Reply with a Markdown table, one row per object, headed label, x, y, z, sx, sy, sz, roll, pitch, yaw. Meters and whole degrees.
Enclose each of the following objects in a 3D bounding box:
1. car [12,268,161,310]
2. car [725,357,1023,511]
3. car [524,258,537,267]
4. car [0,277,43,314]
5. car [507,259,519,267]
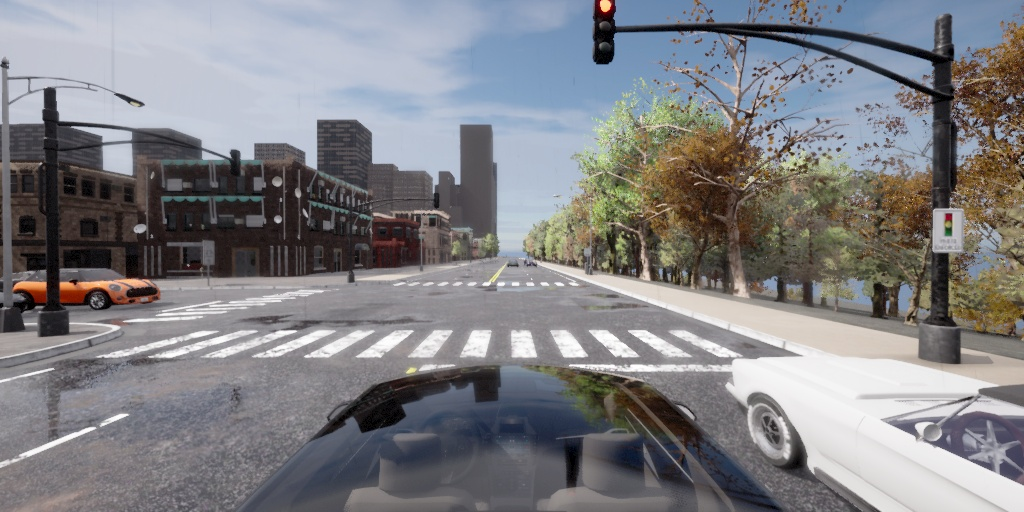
| label | x | y | z | sx | sy | sz | roll | pitch | yaw |
| --- | --- | --- | --- | --- | --- | --- | --- | --- | --- |
| car | -17.966 | 1.299 | 15.296 | 4.553 | 1.767 | 2.097 | -1 | 1 | -1 |
| car | 3.350 | 1.351 | 1.913 | 1.895 | 1.301 | 4.718 | 0 | 0 | 0 |
| car | 3.420 | 1.317 | 63.698 | 1.895 | 1.301 | 4.718 | 0 | 0 | 0 |
| car | -19.936 | 1.563 | 12.562 | 4.313 | 1.339 | 1.948 | 0 | 0 | 0 |
| car | 0.158 | 1.281 | 63.420 | 1.994 | 1.385 | 4.181 | 0 | 0 | 1 |
